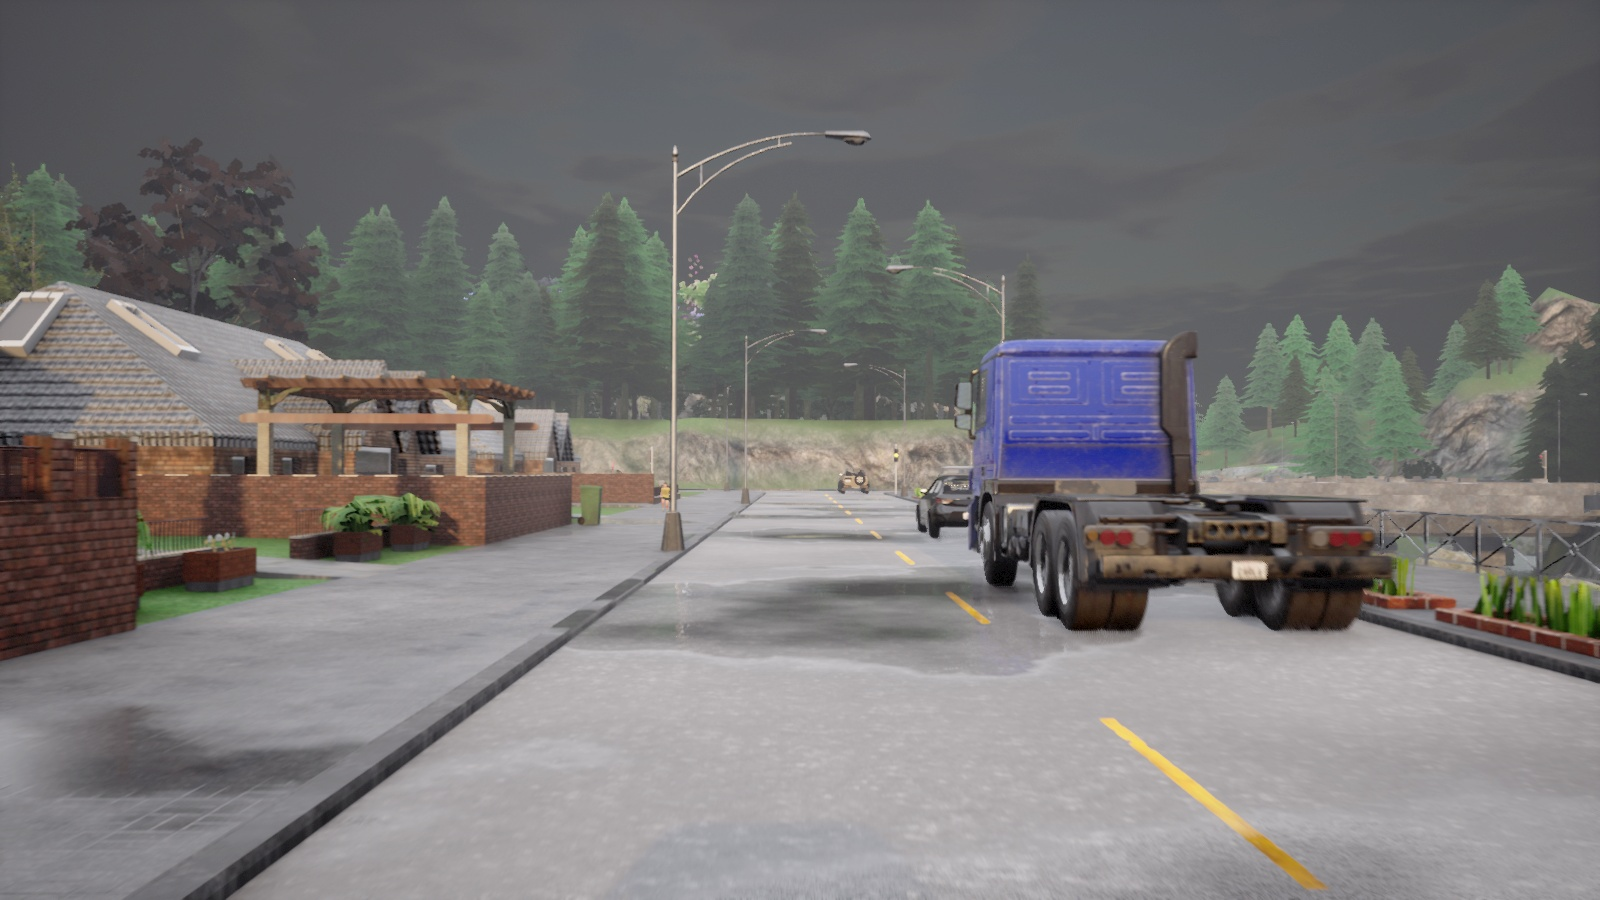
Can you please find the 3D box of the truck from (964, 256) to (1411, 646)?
[{"bbox_3d":[3.961,0.070,15.143,2.891,3.462,7.936,0,-1,0],"label":"truck"}]

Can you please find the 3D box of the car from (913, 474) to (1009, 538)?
[{"bbox_3d":[3.927,1.335,31.217,1.816,1.474,4.193,0,-1,0],"label":"car"}]

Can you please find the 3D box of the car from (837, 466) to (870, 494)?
[{"bbox_3d":[3.732,2.086,87.816,1.932,1.855,4.605,0,-1,-2],"label":"car"}]

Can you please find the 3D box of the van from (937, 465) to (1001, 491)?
[{"bbox_3d":[12.707,2.101,94.621,4.442,1.987,1.775,0,-1,-6],"label":"van"}]

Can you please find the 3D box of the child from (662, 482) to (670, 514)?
[{"bbox_3d":[-4.650,1.651,43.479,0.255,1.110,0.394,0,-1,-2],"label":"child"}]
